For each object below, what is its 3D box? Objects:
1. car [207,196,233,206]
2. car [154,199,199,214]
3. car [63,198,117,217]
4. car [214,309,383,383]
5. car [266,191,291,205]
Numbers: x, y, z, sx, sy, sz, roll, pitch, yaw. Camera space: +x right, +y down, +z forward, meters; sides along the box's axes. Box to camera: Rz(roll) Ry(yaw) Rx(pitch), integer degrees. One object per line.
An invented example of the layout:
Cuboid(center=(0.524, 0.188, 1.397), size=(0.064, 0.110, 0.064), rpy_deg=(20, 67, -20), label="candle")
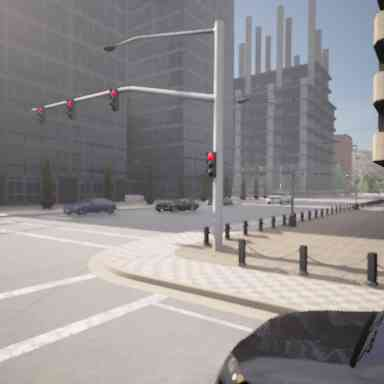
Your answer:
Cuboid(center=(3.784, 1.231, 44.452), size=(1.994, 1.385, 4.181), rpy_deg=(1, 1, 36), label="car")
Cuboid(center=(-1.380, 1.311, 31.270), size=(1.895, 1.301, 4.718), rpy_deg=(1, 1, 36), label="car")
Cuboid(center=(-8.323, 1.195, 27.598), size=(1.812, 1.442, 4.674), rpy_deg=(1, 1, 36), label="car")
Cuboid(center=(2.216, 1.570, 2.388), size=(4.181, 1.385, 1.994), rpy_deg=(1, 0, 35), label="car")
Cuboid(center=(13.597, 0.932, 52.009), size=(2.150, 2.045, 5.566), rpy_deg=(1, 0, 36), label="car")
